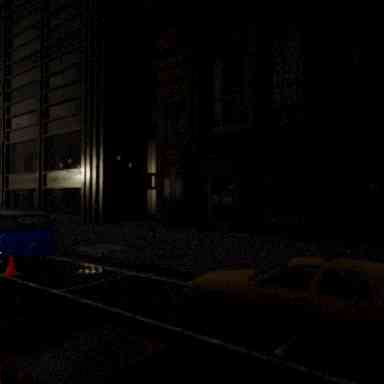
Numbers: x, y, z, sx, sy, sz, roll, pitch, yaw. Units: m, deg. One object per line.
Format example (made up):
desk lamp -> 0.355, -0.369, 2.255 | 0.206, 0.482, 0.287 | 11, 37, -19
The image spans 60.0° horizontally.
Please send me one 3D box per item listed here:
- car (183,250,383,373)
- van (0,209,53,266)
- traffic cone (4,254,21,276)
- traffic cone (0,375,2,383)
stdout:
car -> 2.056, 1.653, 5.578 | 4.829, 1.417, 1.752 | -1, -1, 37
van -> -6.782, 1.548, 12.208 | 3.998, 1.788, 1.690 | -1, -1, 37
traffic cone -> -5.283, 2.123, 9.772 | 0.340, 0.580, 0.340 | -1, -1, 37
traffic cone -> -2.282, 2.022, 3.774 | 0.340, 0.580, 0.340 | -1, -1, 37
